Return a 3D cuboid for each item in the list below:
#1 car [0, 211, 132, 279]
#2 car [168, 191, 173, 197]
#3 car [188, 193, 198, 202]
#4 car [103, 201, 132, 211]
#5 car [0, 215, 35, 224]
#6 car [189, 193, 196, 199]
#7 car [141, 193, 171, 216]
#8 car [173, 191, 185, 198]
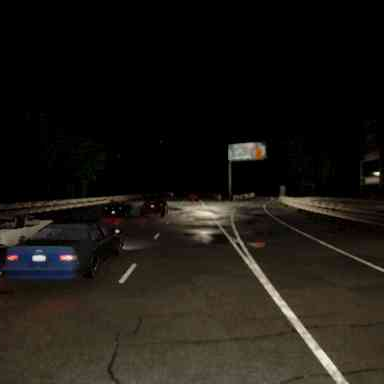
[{"bbox_3d":[-3.394,1.509,9.896,2.033,1.411,5.357,0,0,0],"label":"car"},{"bbox_3d":[-6.925,0.998,95.205,2.128,1.511,4.902,0,0,0],"label":"car"},{"bbox_3d":[0.152,1.201,68.307,1.812,1.442,4.674,0,0,0],"label":"car"},{"bbox_3d":[-6.883,1.480,31.324,1.895,1.301,4.718,0,0,0],"label":"car"},{"bbox_3d":[-6.894,1.550,13.047,1.895,1.301,4.718,0,0,0],"label":"car"},{"bbox_3d":[0.068,1.069,86.170,1.812,1.442,4.674,0,0,0],"label":"car"},{"bbox_3d":[-3.375,1.235,30.529,2.097,1.767,4.553,0,0,0],"label":"car"},{"bbox_3d":[-3.425,0.698,95.231,2.150,2.045,5.566,0,0,0],"label":"car"}]
